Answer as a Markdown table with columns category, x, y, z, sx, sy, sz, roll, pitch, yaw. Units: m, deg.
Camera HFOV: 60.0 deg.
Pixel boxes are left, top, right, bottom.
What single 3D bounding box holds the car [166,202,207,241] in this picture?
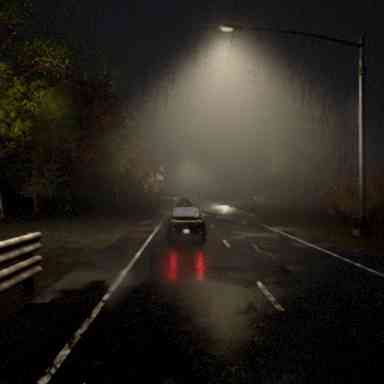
| category | x | y | z | sx | sy | sz | roll | pitch | yaw |
| --- | --- | --- | --- | --- | --- | --- | --- | --- | --- |
| car | -0.295 | 1.491 | 16.810 | 2.128 | 1.511 | 4.902 | 0 | 0 | -1 |

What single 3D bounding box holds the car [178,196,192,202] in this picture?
| category | x | y | z | sx | sy | sz | roll | pitch | yaw |
| --- | --- | --- | --- | --- | --- | --- | --- | --- | --- |
| car | -0.931 | 1.550 | 44.690 | 1.994 | 1.385 | 4.181 | 0 | 0 | -1 |

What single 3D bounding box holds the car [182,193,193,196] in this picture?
| category | x | y | z | sx | sy | sz | roll | pitch | yaw |
| --- | --- | --- | --- | --- | --- | --- | --- | --- | --- |
| car | -1.419 | 1.462 | 66.199 | 2.128 | 1.511 | 4.902 | 0 | 0 | -1 |
